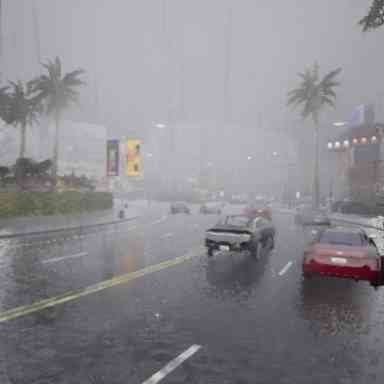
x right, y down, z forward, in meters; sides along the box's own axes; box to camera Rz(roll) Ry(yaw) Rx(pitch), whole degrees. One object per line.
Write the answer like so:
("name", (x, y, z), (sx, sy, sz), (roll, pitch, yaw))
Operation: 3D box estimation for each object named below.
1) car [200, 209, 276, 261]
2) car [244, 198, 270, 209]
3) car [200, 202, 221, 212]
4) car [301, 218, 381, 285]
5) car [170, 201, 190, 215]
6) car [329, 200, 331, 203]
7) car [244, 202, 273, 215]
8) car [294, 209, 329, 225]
("car", (2.044, 1.637, 13.023), (2.128, 1.511, 4.902), (1, 0, 24))
("car", (5.965, 1.718, 30.994), (2.097, 1.767, 4.553), (1, 0, 2))
("car", (2.053, 1.869, 37.939), (1.812, 1.442, 4.674), (1, -1, -9))
("car", (4.617, 1.739, 10.274), (1.994, 1.385, 4.181), (1, 0, 26))
("car", (-1.452, 1.793, 37.873), (1.837, 1.490, 4.892), (1, -1, -10))
("car", (29.549, 2.563, 69.796), (2.002, 1.452, 4.674), (1, -1, -34))
("car", (8.223, 2.021, 41.617), (1.812, 1.442, 4.674), (1, -1, -12))
("car", (9.056, 1.946, 25.392), (1.994, 1.385, 4.181), (1, 0, 8))
